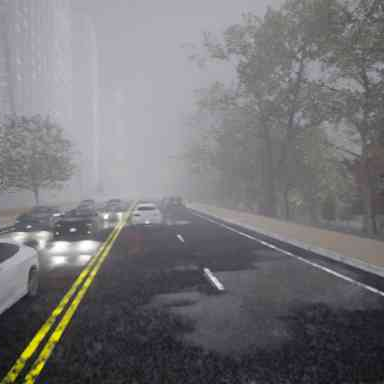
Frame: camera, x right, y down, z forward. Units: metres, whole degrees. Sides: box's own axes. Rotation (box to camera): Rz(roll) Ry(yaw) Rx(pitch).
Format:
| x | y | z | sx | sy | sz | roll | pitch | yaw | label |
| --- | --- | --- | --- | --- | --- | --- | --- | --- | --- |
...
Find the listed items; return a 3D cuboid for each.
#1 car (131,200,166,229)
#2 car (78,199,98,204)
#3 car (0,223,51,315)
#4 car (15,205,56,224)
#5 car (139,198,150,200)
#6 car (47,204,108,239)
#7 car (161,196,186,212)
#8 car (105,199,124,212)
| x | y | z | sx | sy | sz | roll | pitch | yaw | label |
| --- | --- | --- | --- | --- | --- | --- | --- | --- | --- |
| -2.898 | 1.476 | 21.263 | 1.812 | 1.442 | 4.674 | -1 | 0 | -8 | car |
| -12.266 | 1.576 | 39.474 | 1.837 | 1.490 | 4.892 | -1 | 0 | -8 | car |
| -4.078 | 1.563 | 5.684 | 1.812 | 1.442 | 4.674 | -1 | 0 | -8 | car |
| -9.743 | 1.599 | 21.760 | 2.033 | 1.411 | 5.357 | -1 | 0 | -8 | car |
| -6.313 | 1.507 | 44.251 | 1.895 | 1.301 | 4.718 | -1 | 0 | -8 | car |
| -5.818 | 1.575 | 17.441 | 1.994 | 1.385 | 4.181 | -1 | 0 | -8 | car |
| -1.955 | 1.222 | 36.724 | 2.097 | 1.767 | 4.553 | -1 | 0 | -8 | car |
| -8.765 | 1.495 | 37.870 | 1.812 | 1.442 | 4.674 | -1 | 0 | -8 | car |
